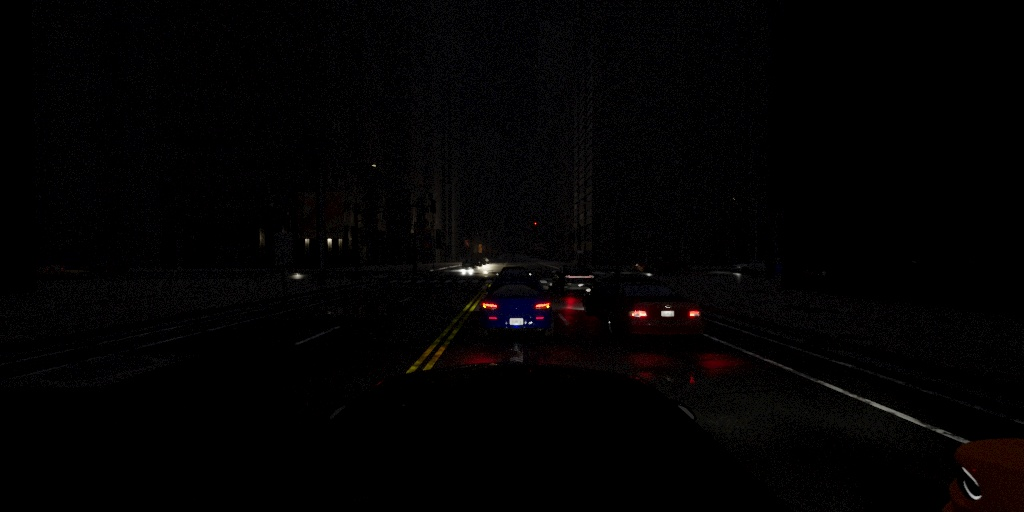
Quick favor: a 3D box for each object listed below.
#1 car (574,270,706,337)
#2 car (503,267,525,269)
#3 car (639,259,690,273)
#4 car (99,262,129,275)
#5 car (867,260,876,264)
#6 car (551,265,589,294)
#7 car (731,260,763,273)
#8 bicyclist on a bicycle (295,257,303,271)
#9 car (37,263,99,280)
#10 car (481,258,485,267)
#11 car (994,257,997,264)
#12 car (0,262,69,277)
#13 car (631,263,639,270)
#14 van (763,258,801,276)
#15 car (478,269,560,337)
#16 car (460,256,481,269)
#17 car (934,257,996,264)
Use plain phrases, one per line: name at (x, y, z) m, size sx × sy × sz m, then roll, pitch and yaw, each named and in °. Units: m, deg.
car at (3.353, 1.293, 10.268) m, size 2.033 × 1.411 × 5.357 m, roll 0°, pitch 0°, yaw 0°
car at (0.100, 1.286, 19.744) m, size 2.033 × 1.411 × 5.357 m, roll 0°, pitch 0°, yaw 0°
car at (17.729, 1.147, 41.190) m, size 5.008 × 1.535 × 1.882 m, roll 0°, pitch 1°, yaw 0°
car at (-46.411, 1.362, 40.761) m, size 4.507 × 1.381 × 1.888 m, roll 0°, pitch 0°, yaw 0°
car at (32.974, 1.321, 35.247) m, size 4.207 × 1.307 × 1.802 m, roll 0°, pitch 0°, yaw 0°
car at (3.351, 1.230, 20.016) m, size 2.128 × 1.511 × 4.902 m, roll 0°, pitch 0°, yaw 0°
car at (27.668, 1.184, 41.115) m, size 4.674 × 1.442 × 1.812 m, roll 0°, pitch 1°, yaw 0°
bicyclist on a bicycle at (-25.870, 1.001, 43.618) m, size 0.582 × 1.620 × 1.656 m, roll 0°, pitch 1°, yaw 0°
car at (-40.821, 1.450, 32.238) m, size 4.829 × 1.417 × 1.751 m, roll 0°, pitch 0°, yaw 0°
car at (-6.525, 1.060, 64.215) m, size 2.097 × 1.767 × 4.553 m, roll 0°, pitch 0°, yaw 0°
car at (49.294, 1.046, 35.149) m, size 5.009 × 1.841 × 2.192 m, roll 0°, pitch 0°, yaw 0°
car at (-50.892, 1.423, 37.988) m, size 5.357 × 1.411 × 2.033 m, roll 0°, pitch 1°, yaw 0°
car at (16.700, 1.071, 43.871) m, size 4.097 × 1.591 × 1.967 m, roll 0°, pitch 0°, yaw 0°
van at (27.532, 1.086, 35.280) m, size 3.998 × 1.789 × 1.690 m, roll 0°, pitch 0°, yaw 0°
car at (0.095, 1.272, 10.170) m, size 1.812 × 1.442 × 4.674 m, roll 0°, pitch 0°, yaw 0°
car at (-6.535, 1.204, 55.270) m, size 2.128 × 1.511 × 4.902 m, roll 0°, pitch 0°, yaw 2°
car at (43.853, 1.169, 35.182) m, size 4.097 × 1.591 × 1.967 m, roll 0°, pitch 0°, yaw 0°
